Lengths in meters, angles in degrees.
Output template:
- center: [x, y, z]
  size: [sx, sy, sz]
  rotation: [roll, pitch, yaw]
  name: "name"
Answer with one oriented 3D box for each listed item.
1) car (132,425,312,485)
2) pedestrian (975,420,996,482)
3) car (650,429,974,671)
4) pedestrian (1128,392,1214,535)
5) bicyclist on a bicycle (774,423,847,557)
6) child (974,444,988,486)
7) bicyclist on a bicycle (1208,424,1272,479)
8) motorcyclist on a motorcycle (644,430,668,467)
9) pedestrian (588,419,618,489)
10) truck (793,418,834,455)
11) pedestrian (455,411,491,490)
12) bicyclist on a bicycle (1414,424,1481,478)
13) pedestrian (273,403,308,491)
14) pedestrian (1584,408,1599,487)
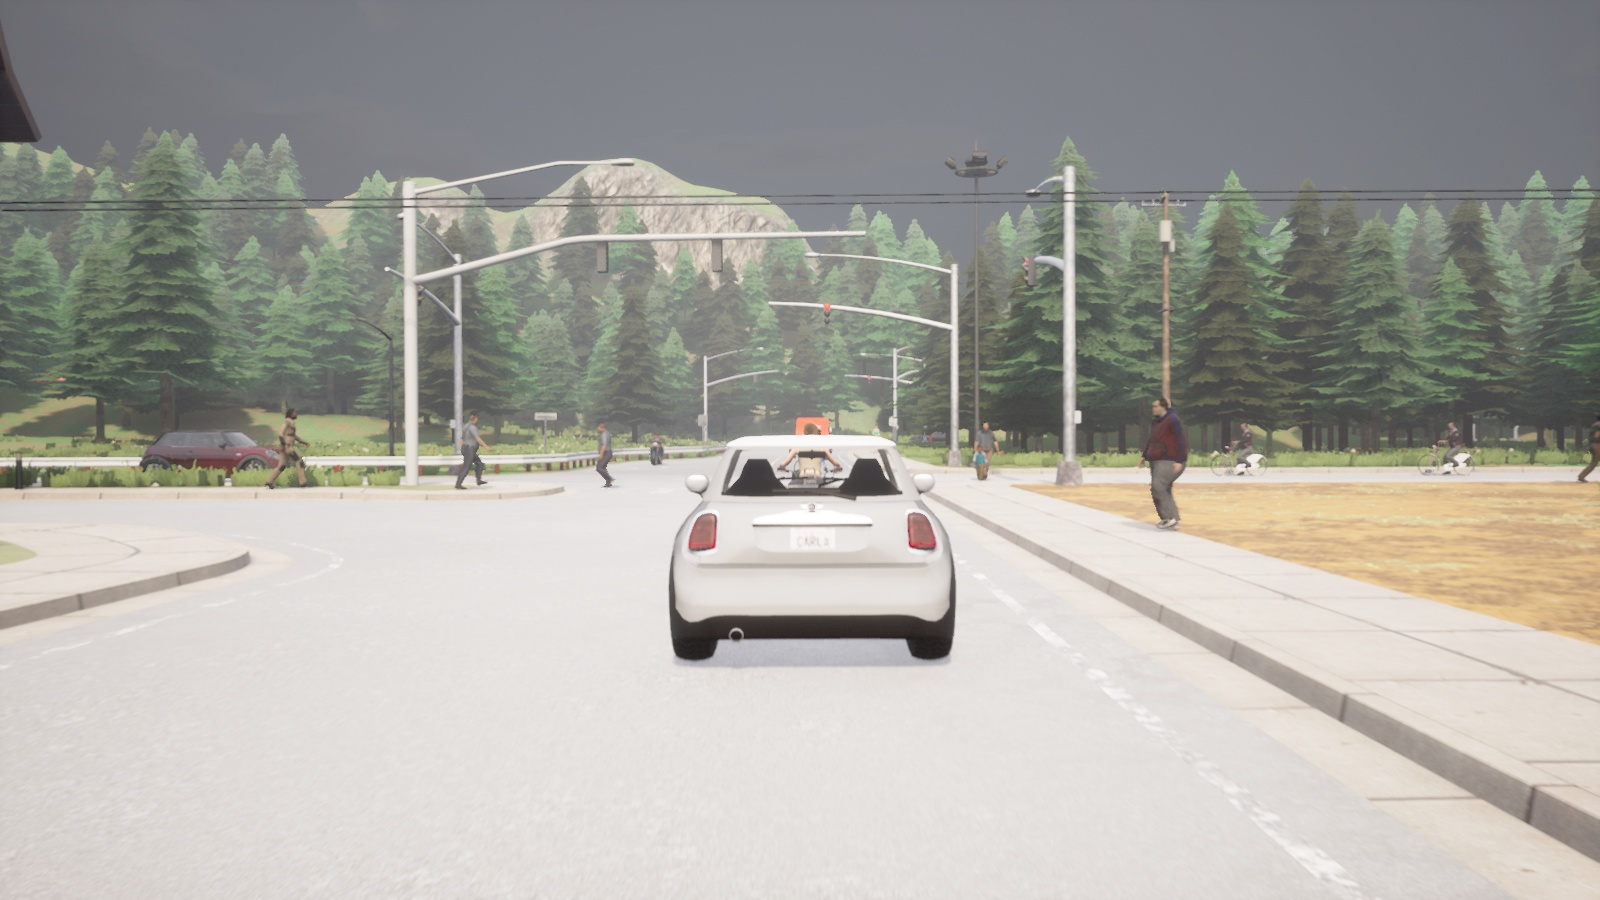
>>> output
- center: [-17.666, 0.143, 38.519]
  size: [4.553, 1.767, 2.097]
  rotation: [0, 1, 1]
  name: "car"
- center: [5.627, 0.030, 38.081]
  size: [0.540, 1.848, 0.694]
  rotation: [0, 1, 1]
  name: "pedestrian"
- center: [0.079, 0.584, 9.562]
  size: [1.970, 1.475, 3.806]
  rotation: [0, 1, 0]
  name: "car"
- center: [4.912, 0.170, 16.667]
  size: [0.899, 1.844, 0.634]
  rotation: [0, 1, -12]
  name: "pedestrian"
- center: [0.129, 0.467, 15.853]
  size: [0.866, 1.612, 1.509]
  rotation: [0, 1, 0]
  name: "bicyclist on a bicycle"
- center: [5.175, 0.432, 35.949]
  size: [0.343, 1.192, 0.448]
  rotation: [0, 1, 16]
  name: "child"
- center: [14.420, 0.042, 41.205]
  size: [1.843, 1.776, 0.659]
  rotation: [0, 1, 1]
  name: "bicyclist on a bicycle"
- center: [-6.569, -0.082, 57.461]
  size: [0.766, 1.649, 2.350]
  rotation: [0, 1, 2]
  name: "motorcyclist on a motorcycle"
- center: [-5.280, 0.098, 33.630]
  size: [0.694, 1.848, 0.540]
  rotation: [0, 1, 1]
  name: "pedestrian"
- center: [0.940, -0.930, 85.747]
  size: [2.627, 2.467, 5.204]
  rotation: [0, 1, 2]
  name: "truck"
- center: [-7.732, 0.009, 29.667]
  size: [0.694, 1.848, 0.540]
  rotation: [-1, 1, -30]
  name: "pedestrian"
- center: [21.142, 0.029, 41.034]
  size: [1.843, 1.776, 0.659]
  rotation: [0, 1, 1]
  name: "bicyclist on a bicycle"
- center: [-11.288, -0.069, 27.826]
  size: [0.692, 1.930, 0.396]
  rotation: [0, 1, -19]
  name: "pedestrian"
- center: [19.808, -0.063, 30.980]
  size: [0.692, 1.930, 0.395]
  rotation: [0, 1, 18]
  name: "pedestrian"
